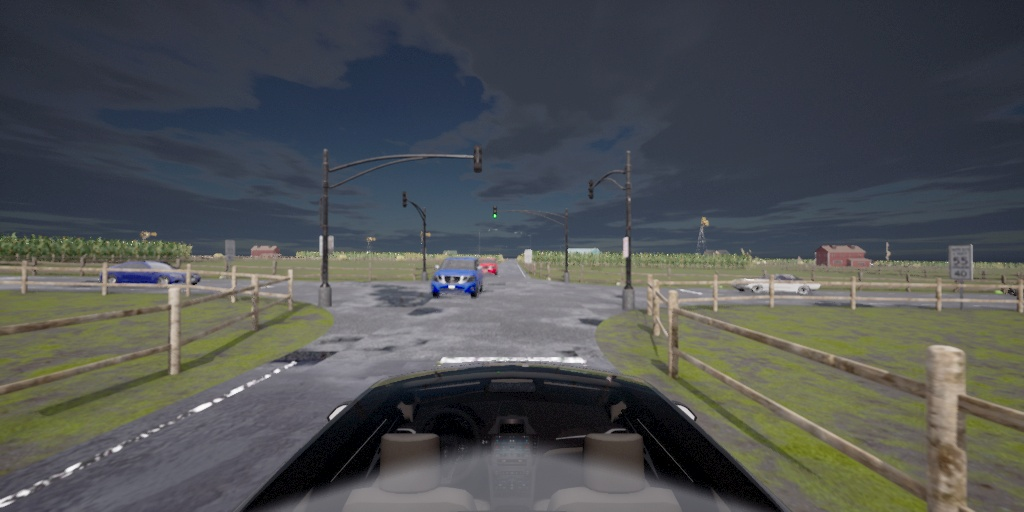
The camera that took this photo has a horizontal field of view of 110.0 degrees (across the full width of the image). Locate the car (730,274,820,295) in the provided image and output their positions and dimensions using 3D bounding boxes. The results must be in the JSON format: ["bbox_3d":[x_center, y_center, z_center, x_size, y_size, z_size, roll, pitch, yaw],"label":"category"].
[{"bbox_3d":[17.308,1.836,23.812,4.718,1.301,1.895,1,-1,2],"label":"car"}]

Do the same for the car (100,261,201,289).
[{"bbox_3d":[-20.244,1.020,20.146,4.674,1.442,1.812,1,-1,0],"label":"car"}]

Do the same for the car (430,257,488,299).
[{"bbox_3d":[-2.730,1.061,19.027,2.150,2.045,5.566,1,0,0],"label":"car"}]

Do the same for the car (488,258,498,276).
[{"bbox_3d":[-2.731,1.215,40.781,2.150,2.045,5.566,0,0,0],"label":"car"}]

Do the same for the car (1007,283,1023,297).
[{"bbox_3d":[35.937,2.159,23.791,4.181,1.385,1.994,1,-1,0],"label":"car"}]
